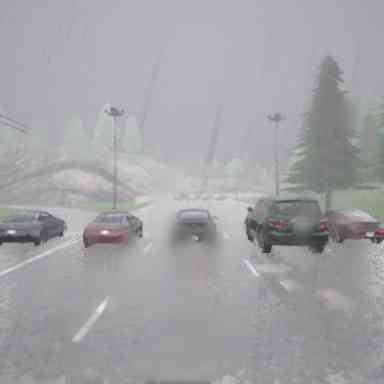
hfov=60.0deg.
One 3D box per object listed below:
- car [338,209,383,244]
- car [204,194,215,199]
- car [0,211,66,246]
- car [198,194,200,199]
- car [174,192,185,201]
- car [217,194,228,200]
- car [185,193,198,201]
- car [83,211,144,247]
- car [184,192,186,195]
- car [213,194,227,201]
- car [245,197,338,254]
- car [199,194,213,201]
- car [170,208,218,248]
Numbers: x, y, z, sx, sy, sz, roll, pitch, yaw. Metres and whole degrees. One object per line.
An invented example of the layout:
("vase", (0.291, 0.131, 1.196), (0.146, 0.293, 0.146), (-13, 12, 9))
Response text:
("car", (7.081, 1.507, 15.528), (1.812, 1.442, 4.674), (0, 0, 0))
("car", (4.836, 1.303, 92.087), (1.994, 1.385, 4.181), (0, 0, 17))
("car", (-7.249, 1.547, 15.168), (1.994, 1.385, 4.181), (0, 0, -4))
("car", (1.432, 1.286, 92.904), (2.033, 1.411, 5.357), (0, 0, 17))
("car", (-3.495, 1.443, 82.573), (2.033, 1.411, 5.357), (0, 0, 2))
("car", (8.462, 1.387, 92.068), (2.033, 1.411, 5.357), (0, 0, 17))
("car", (0.010, 1.428, 82.962), (1.812, 1.442, 4.674), (0, 0, 2))
("car", (-3.414, 1.547, 15.061), (1.994, 1.385, 4.181), (0, 0, 0))
("car", (-2.147, 1.113, 92.980), (2.150, 2.045, 5.566), (0, 0, 17))
("car", (6.998, 1.457, 82.206), (1.994, 1.385, 4.181), (0, 0, 2))
("car", (3.584, 1.205, 13.536), (2.150, 2.045, 5.566), (0, 0, 0))
("car", (3.492, 1.443, 81.761), (2.033, 1.411, 5.357), (0, 0, 2))
("car", (0.087, 1.487, 14.793), (1.837, 1.490, 4.892), (0, 0, 0))
